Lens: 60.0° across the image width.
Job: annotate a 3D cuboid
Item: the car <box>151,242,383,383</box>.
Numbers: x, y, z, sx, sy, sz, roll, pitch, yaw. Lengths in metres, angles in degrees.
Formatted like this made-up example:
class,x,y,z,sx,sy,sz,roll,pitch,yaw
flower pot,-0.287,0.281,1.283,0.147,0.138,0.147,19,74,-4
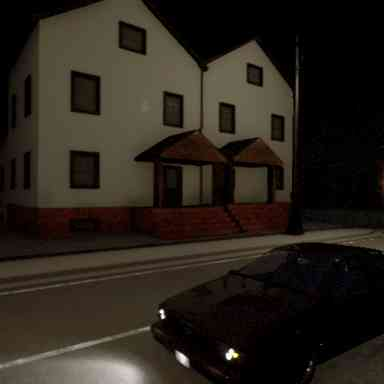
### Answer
class,x,y,z,sx,sy,sz,roll,pitch,yaw
car,2.064,1.589,5.436,5.357,1.411,2.033,1,0,-35
